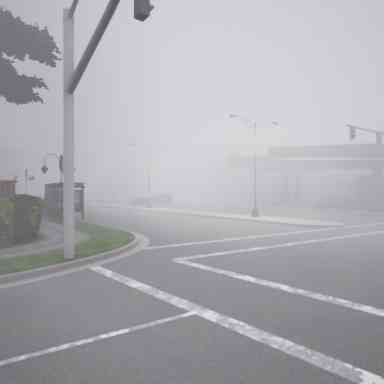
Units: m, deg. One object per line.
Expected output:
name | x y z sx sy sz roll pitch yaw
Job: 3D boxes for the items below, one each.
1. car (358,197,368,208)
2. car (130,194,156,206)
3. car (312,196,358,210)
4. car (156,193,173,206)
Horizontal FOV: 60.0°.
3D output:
car | 21.156 1.425 44.167 1.970 1.475 3.806 0 0 -35
car | -8.092 1.460 52.865 1.882 1.535 5.008 0 0 -35
car | 16.889 1.268 40.244 2.242 1.667 4.611 0 0 -35
car | -5.244 1.201 54.899 2.150 2.045 5.566 0 0 -35
